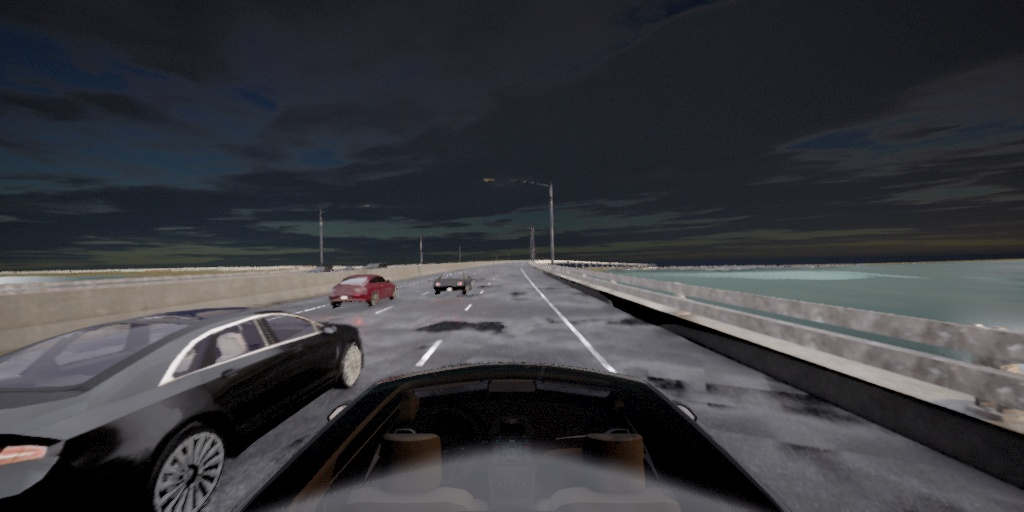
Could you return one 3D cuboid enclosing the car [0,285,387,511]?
[{"bbox_3d":[-3.410,1.347,4.181,2.128,1.511,4.902,-1,-1,-1],"label":"car"}]

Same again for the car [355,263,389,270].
[{"bbox_3d":[-17.608,1.907,46.199,2.150,2.045,5.566,-1,0,0],"label":"car"}]

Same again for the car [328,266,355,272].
[{"bbox_3d":[-21.102,2.199,46.245,2.128,1.511,4.902,-1,-1,0],"label":"car"}]

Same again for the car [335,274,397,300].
[{"bbox_3d":[-7.005,1.588,17.228,1.812,1.442,4.674,-1,-1,0],"label":"car"}]

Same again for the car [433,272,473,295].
[{"bbox_3d":[-3.528,1.623,22.376,1.895,1.301,4.718,-1,-1,0],"label":"car"}]

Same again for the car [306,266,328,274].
[{"bbox_3d":[-24.605,2.118,46.295,2.097,1.767,4.553,-1,-1,0],"label":"car"}]
